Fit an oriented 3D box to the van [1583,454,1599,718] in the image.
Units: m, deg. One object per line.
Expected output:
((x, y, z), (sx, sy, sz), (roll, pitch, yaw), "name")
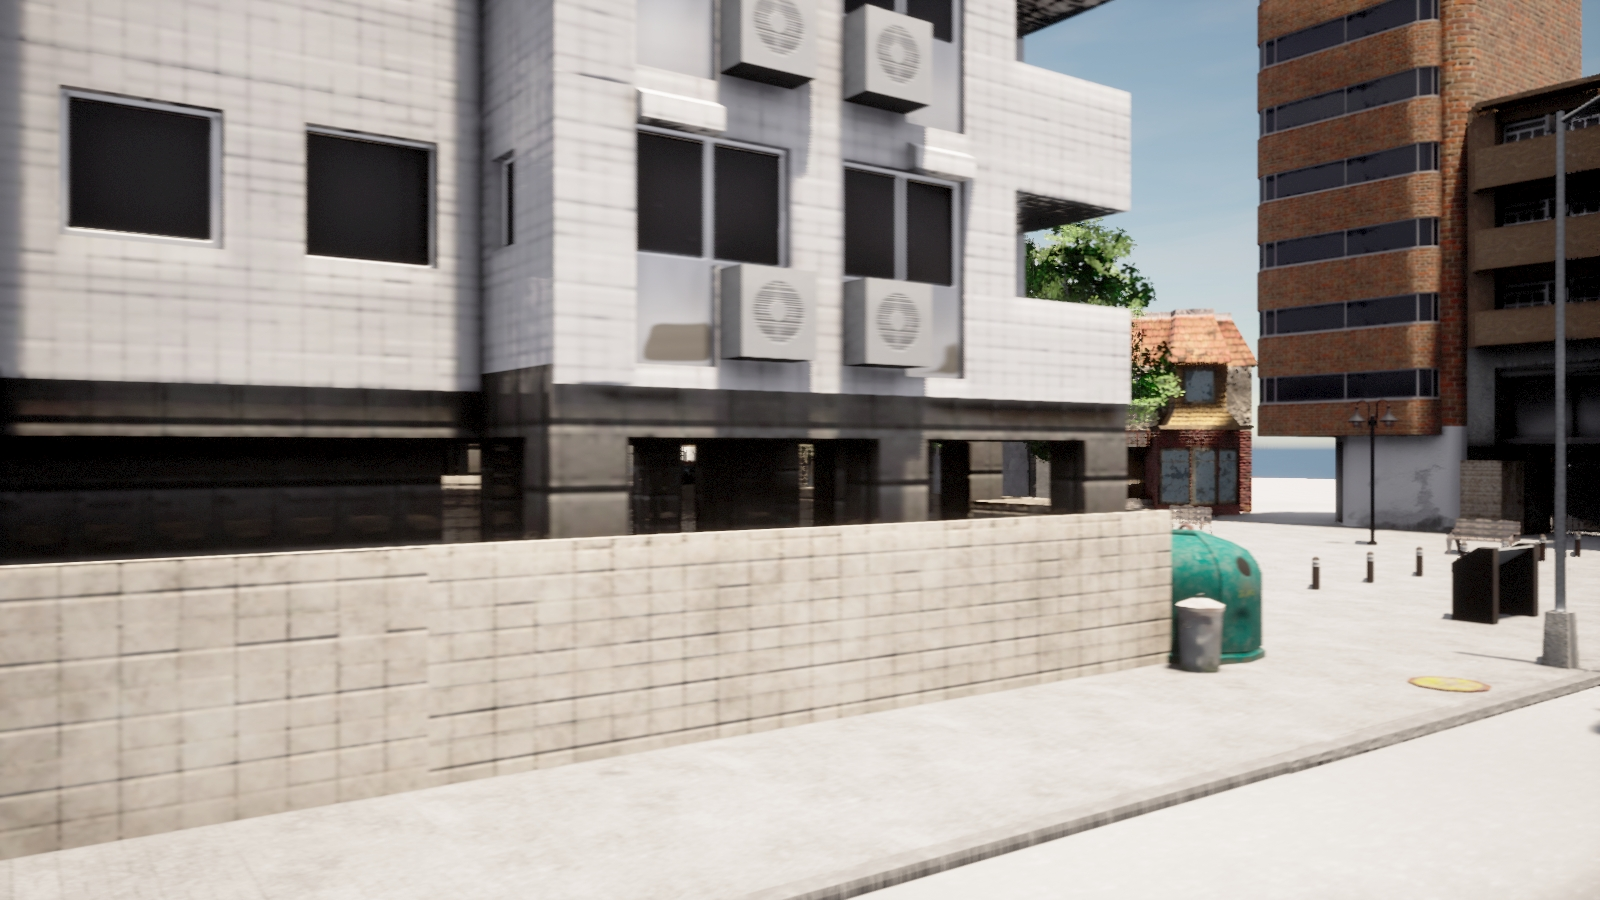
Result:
((10.695, 1.314, 12.019), (5.915, 2.561, 1.988), (0, 0, -34), "van")
